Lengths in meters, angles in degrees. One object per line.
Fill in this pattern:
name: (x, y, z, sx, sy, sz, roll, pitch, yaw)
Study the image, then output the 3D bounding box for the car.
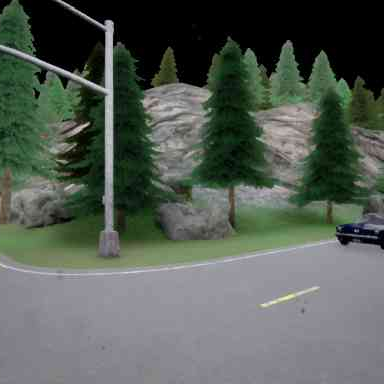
car: (8.198, 1.610, 14.516, 4.718, 1.301, 1.895, 0, 0, -39)
